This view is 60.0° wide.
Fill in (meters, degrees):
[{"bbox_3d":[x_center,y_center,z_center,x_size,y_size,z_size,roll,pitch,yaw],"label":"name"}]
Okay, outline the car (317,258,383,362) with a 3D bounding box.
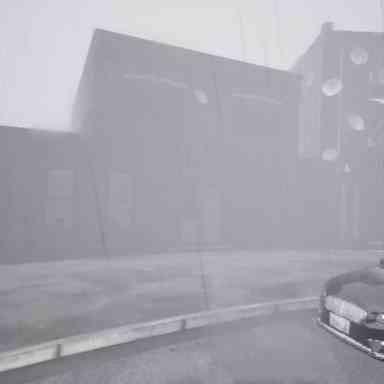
[{"bbox_3d":[4.344,1.573,5.185,4.902,1.511,2.128,2,-1,-16],"label":"car"}]
